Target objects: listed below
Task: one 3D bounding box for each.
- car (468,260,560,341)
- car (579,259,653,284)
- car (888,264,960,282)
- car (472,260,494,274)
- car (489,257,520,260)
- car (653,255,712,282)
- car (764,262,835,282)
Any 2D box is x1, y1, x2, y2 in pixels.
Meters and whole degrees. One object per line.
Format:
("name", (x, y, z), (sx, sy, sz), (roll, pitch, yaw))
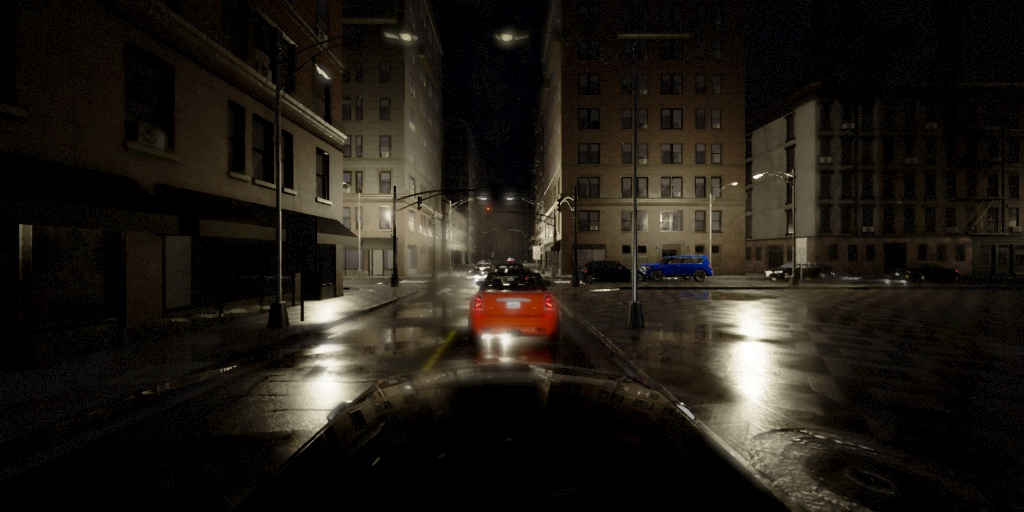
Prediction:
("car", (0.046, 1.102, 9.980), (2.097, 1.767, 4.553), (0, 0, 0))
("car", (7.120, 1.107, 25.402), (4.553, 1.767, 2.097), (0, 0, -1))
("car", (33.034, 1.320, 28.851), (4.181, 1.385, 1.994), (0, 0, 0))
("car", (-3.229, 1.239, 41.295), (2.128, 1.511, 4.902), (0, 0, 0))
("car", (-0.185, 1.101, 18.901), (2.097, 1.767, 4.553), (0, 0, -3))
("car", (12.957, 0.975, 28.663), (5.566, 2.045, 2.150), (0, 0, -1))
("car", (22.979, 1.247, 28.767), (4.902, 1.511, 2.128), (0, 0, -1))
